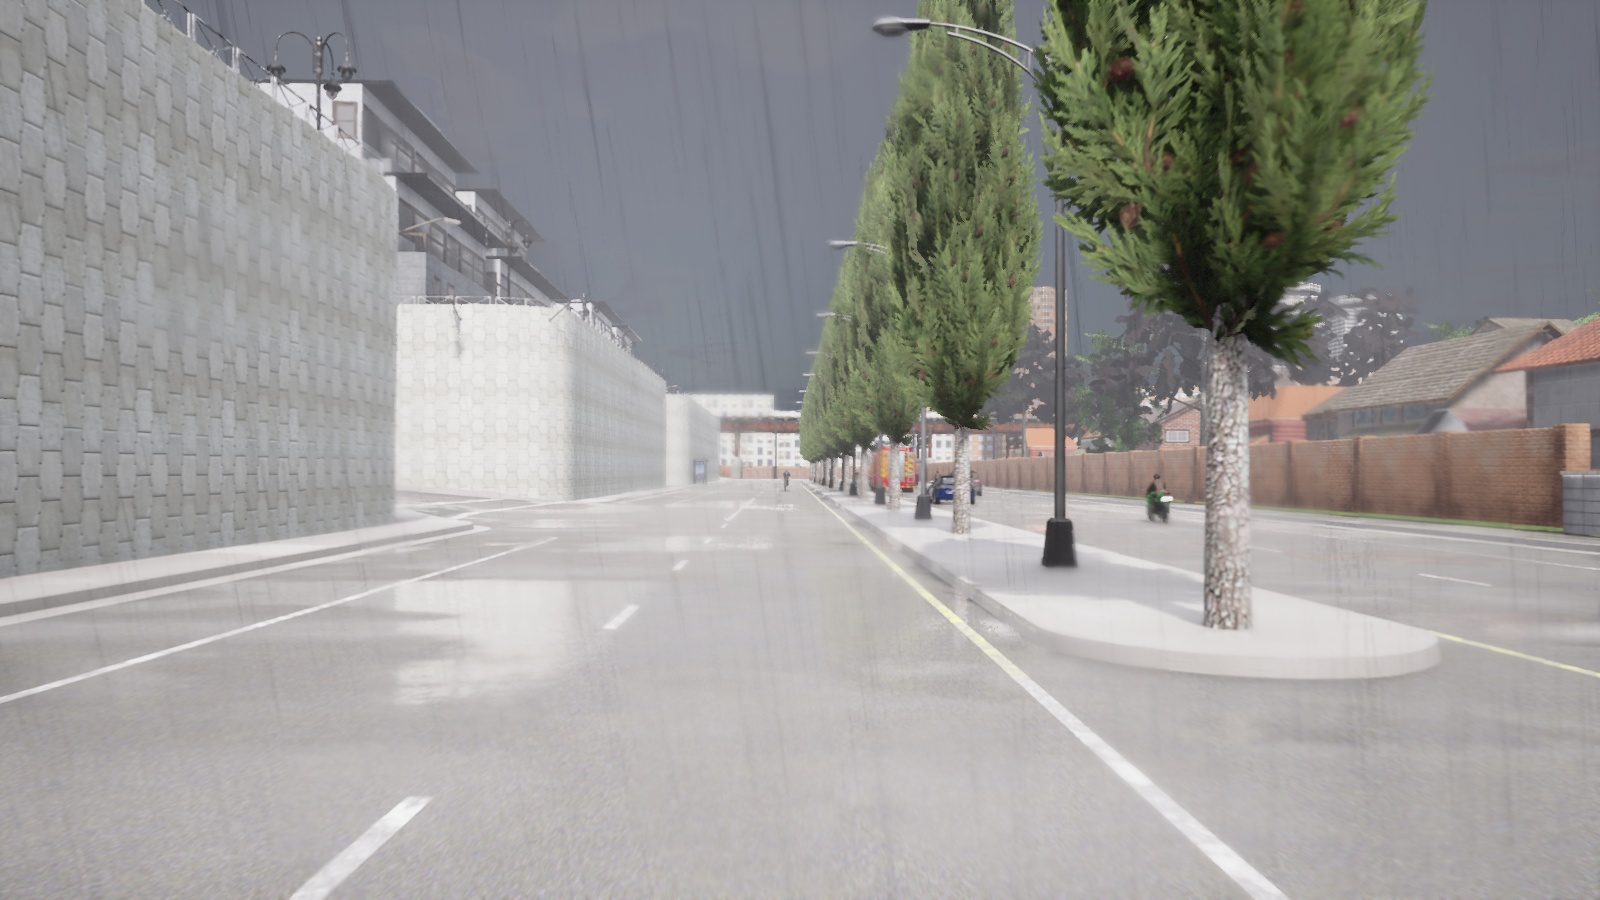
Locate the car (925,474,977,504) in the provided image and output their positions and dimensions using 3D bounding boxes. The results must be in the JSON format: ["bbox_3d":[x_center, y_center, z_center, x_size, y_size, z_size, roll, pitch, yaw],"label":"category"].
[{"bbox_3d":[7.352,1.877,61.431,1.994,1.385,4.181,0,-1,-1],"label":"car"}]

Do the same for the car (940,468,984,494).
[{"bbox_3d":[10.617,1.999,82.600,2.242,1.667,4.611,0,-1,-1],"label":"car"}]

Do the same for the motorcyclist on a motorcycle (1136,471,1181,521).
[{"bbox_3d":[11.100,1.404,38.945,0.797,1.523,2.044,0,-1,-1],"label":"motorcyclist on a motorcycle"}]

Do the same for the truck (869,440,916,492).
[{"bbox_3d":[6.966,1.228,95.934,2.891,3.827,8.468,0,-1,-1],"label":"truck"}]
